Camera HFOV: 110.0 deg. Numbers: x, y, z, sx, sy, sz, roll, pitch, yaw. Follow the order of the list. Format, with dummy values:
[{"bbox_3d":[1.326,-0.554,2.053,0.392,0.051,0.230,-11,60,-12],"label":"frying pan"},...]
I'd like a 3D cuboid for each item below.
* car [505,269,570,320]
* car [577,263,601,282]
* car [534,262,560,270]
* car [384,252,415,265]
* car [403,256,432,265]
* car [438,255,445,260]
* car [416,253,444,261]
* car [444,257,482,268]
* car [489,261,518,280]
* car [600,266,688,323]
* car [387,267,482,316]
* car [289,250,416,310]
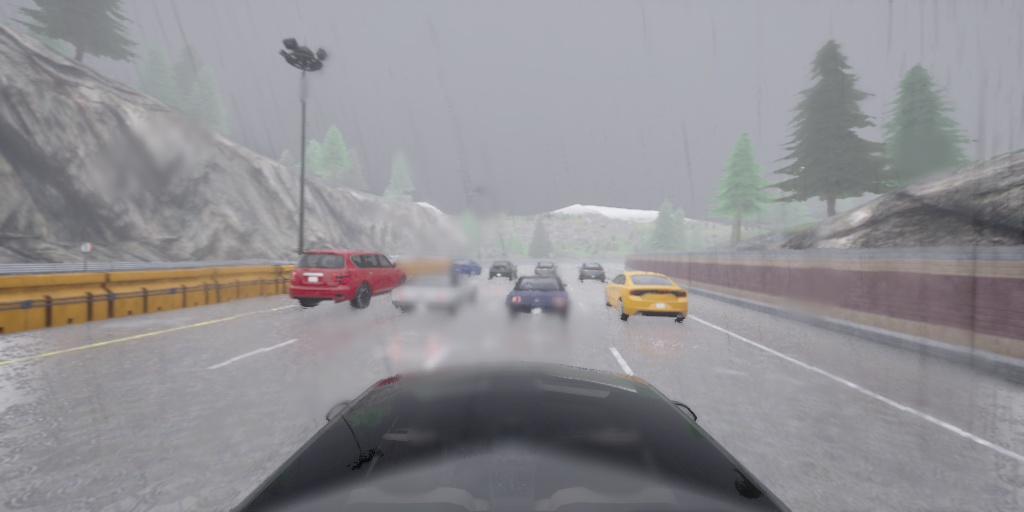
[{"bbox_3d":[1.001,1.335,12.664,1.895,1.301,4.718,1,0,6],"label":"car"},{"bbox_3d":[6.284,1.286,28.650,2.128,1.511,4.902,1,0,8],"label":"car"},{"bbox_3d":[2.803,1.209,29.006,2.128,1.511,4.902,1,0,8],"label":"car"},{"bbox_3d":[-18.905,0.356,60.699,2.150,2.045,5.566,1,0,17],"label":"car"},{"bbox_3d":[-15.621,0.759,59.510,2.033,1.411,5.357,1,0,17],"label":"car"},{"bbox_3d":[-9.271,0.923,56.251,1.994,1.385,4.181,1,0,17],"label":"car"},{"bbox_3d":[-12.637,0.505,57.258,2.150,2.045,5.566,1,0,17],"label":"car"},{"bbox_3d":[-3.937,1.040,31.239,1.882,1.535,5.008,1,0,8],"label":"car"},{"bbox_3d":[-0.668,1.146,29.441,1.837,1.490,4.892,1,1,8],"label":"car"},{"bbox_3d":[4.533,1.288,12.764,1.882,1.535,5.008,1,0,6],"label":"car"},{"bbox_3d":[-2.481,1.258,13.019,1.895,1.301,4.718,1,0,6],"label":"car"},{"bbox_3d":[-5.905,0.803,13.818,2.150,2.045,5.566,1,0,6],"label":"car"}]
